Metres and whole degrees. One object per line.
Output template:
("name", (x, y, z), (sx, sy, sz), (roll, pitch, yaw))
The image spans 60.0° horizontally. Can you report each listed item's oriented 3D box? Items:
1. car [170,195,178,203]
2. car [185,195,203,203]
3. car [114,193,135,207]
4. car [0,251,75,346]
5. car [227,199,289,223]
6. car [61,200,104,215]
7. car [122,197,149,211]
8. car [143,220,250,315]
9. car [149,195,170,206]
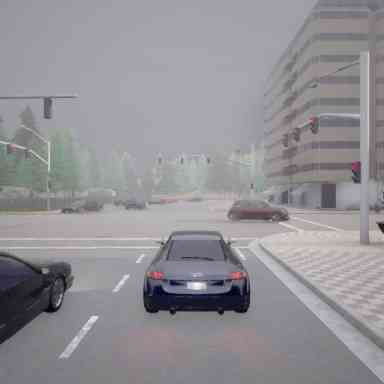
("car", (-4.791, 1.350, 69.101), (2.097, 1.767, 4.553), (0, 0, 27))
("car", (0.363, 1.478, 70.773), (1.882, 1.535, 5.008), (0, 0, 34))
("car", (-10.098, 1.222, 50.701), (2.150, 2.045, 5.566), (0, 0, 6))
("car", (-3.427, 1.547, 4.622), (2.033, 1.411, 5.357), (0, 0, 0))
("car", (5.005, 1.374, 25.251), (4.553, 1.767, 2.097), (1, 0, 16))
("car", (-11.556, 1.571, 35.603), (2.033, 1.411, 5.357), (0, 1, 19))
("car", (-6.964, 1.601, 41.255), (1.895, 1.301, 4.718), (0, 0, 1))
("car", (0.092, 1.564, 7.656), (1.994, 1.385, 4.181), (0, 0, 0))
("car", (-5.898, 1.547, 56.251), (2.033, 1.411, 5.357), (0, 0, 13))
